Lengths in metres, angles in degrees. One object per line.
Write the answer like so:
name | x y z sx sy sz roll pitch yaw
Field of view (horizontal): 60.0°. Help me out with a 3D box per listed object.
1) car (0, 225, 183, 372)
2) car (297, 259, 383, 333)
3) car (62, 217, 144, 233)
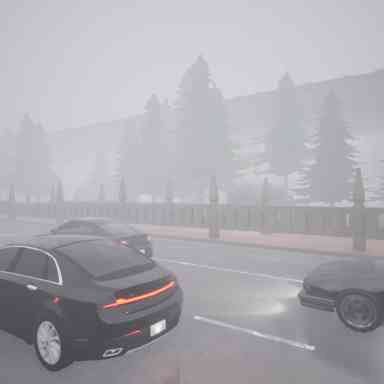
car | -2.411 1.505 5.707 4.892 1.490 1.837 0 0 35
car | 4.510 1.547 5.075 5.357 1.411 2.033 0 0 35
car | -3.305 1.526 10.637 4.674 1.442 1.812 0 0 35
